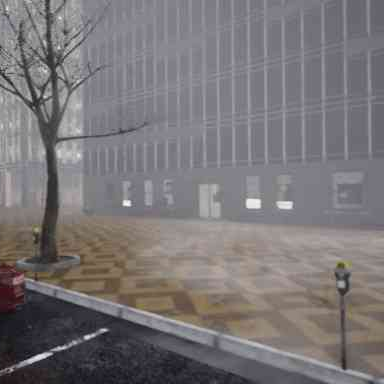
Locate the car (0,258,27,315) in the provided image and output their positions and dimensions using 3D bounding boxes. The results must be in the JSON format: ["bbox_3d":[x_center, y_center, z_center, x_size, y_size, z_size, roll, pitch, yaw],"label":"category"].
[{"bbox_3d":[-4.735,1.593,6.259,4.206,1.307,1.802,0,-1,36],"label":"car"}]
